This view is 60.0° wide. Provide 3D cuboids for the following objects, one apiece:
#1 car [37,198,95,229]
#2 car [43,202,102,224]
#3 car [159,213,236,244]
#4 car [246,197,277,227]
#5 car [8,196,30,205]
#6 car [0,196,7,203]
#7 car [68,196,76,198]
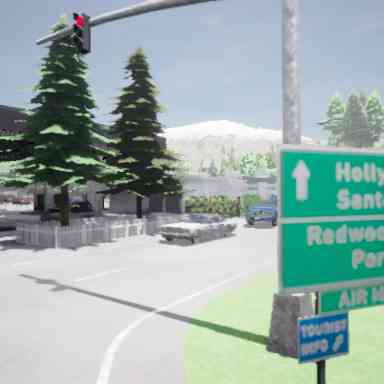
[{"bbox_3d":[-8.707,1.615,23.517,1.905,1.878,3.866,-1,0,35],"label":"car"},{"bbox_3d":[-10.787,1.813,30.338,2.242,1.667,4.611,-1,0,35],"label":"car"},{"bbox_3d":[0.420,1.820,17.480,1.895,1.301,4.718,-1,0,36],"label":"car"},{"bbox_3d":[6.143,1.414,25.307,2.150,2.045,5.566,-1,0,37],"label":"car"},{"bbox_3d":[-34.784,1.896,67.533,4.514,1.523,2.007,-1,0,35],"label":"car"},{"bbox_3d":[-47.480,1.801,80.889,3.866,1.878,1.905,-1,0,35],"label":"car"},{"bbox_3d":[-28.936,1.890,75.636,3.633,1.501,1.845,-1,0,35],"label":"car"}]
